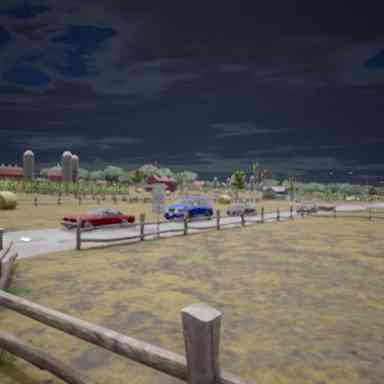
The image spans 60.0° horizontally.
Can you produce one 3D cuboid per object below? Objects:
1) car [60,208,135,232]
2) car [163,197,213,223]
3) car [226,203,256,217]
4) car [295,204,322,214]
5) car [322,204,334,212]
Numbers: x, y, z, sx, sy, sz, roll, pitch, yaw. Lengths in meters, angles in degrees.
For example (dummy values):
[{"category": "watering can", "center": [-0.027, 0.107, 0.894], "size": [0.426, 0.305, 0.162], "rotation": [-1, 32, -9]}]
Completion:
[{"category": "car", "center": [-5.959, 1.734, 21.365], "size": [1.895, 1.301, 4.718], "rotation": [2, 0, 36]}, {"category": "car", "center": [-0.196, 1.518, 29.389], "size": [2.150, 2.045, 5.566], "rotation": [2, 0, 34]}, {"category": "car", "center": [5.599, 1.971, 37.525], "size": [1.837, 1.490, 4.892], "rotation": [2, 0, 36]}, {"category": "car", "center": [16.423, 2.370, 47.659], "size": [2.033, 1.411, 5.357], "rotation": [2, 0, 36]}, {"category": "car", "center": [22.551, 2.617, 56.226], "size": [1.895, 1.301, 4.718], "rotation": [2, 0, 36]}]
